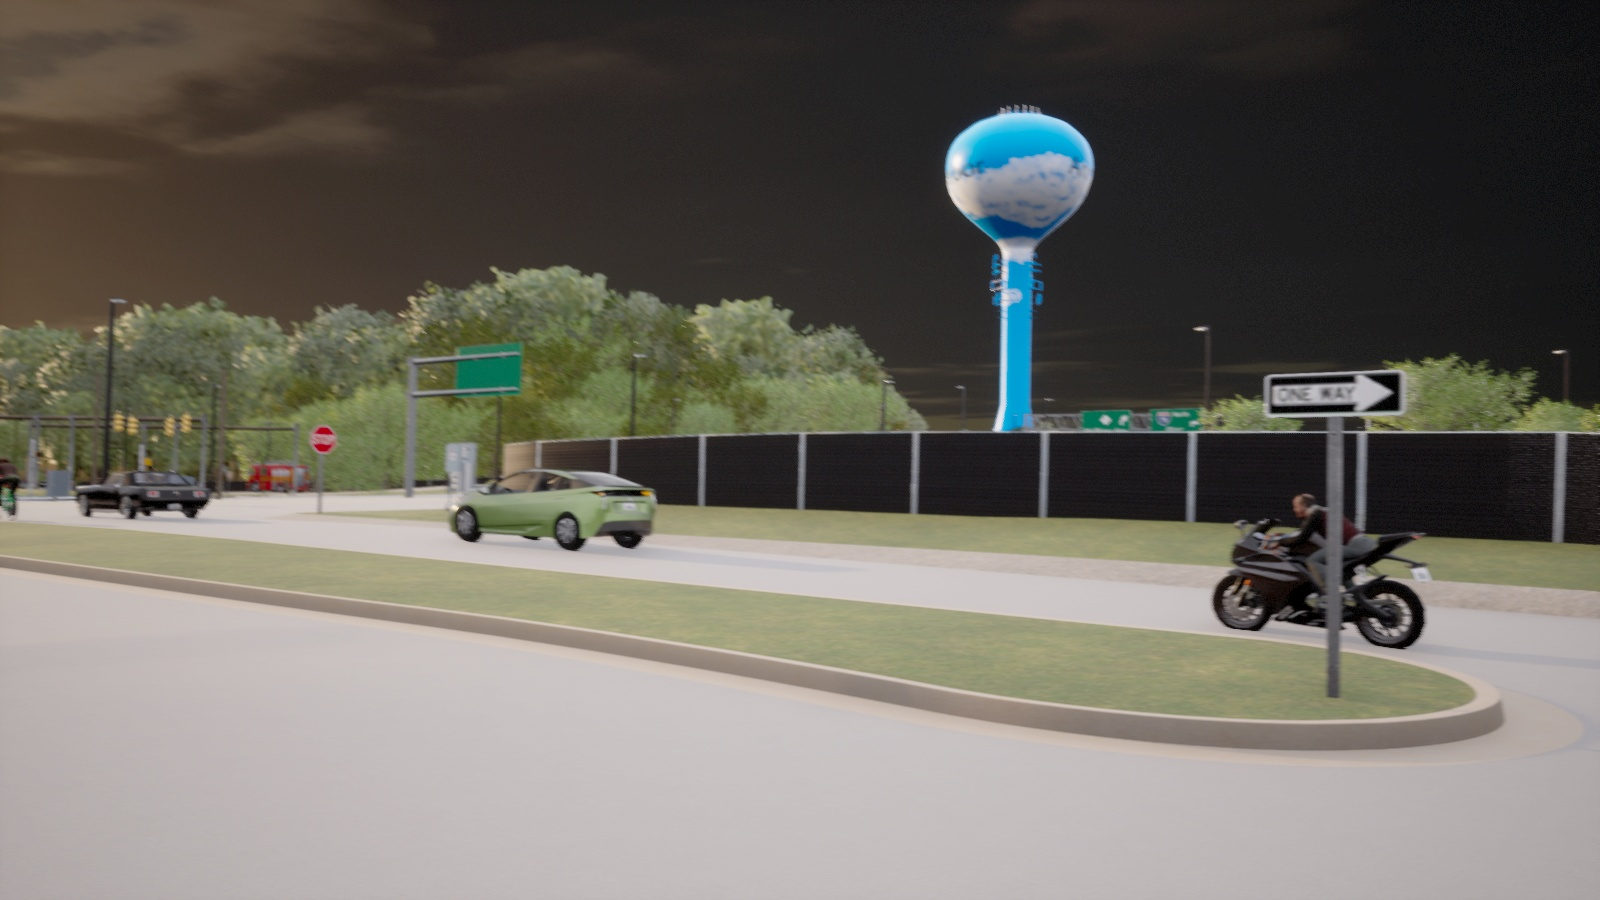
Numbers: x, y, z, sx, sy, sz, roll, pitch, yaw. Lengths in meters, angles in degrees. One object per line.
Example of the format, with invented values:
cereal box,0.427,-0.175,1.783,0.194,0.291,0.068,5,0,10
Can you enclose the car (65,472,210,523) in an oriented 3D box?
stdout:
car,-18.384,1.284,34.743,4.718,1.301,1.895,-1,-2,40

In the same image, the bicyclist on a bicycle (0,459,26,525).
bicyclist on a bicycle,-20.192,1.049,31.717,1.656,1.620,0.582,-1,-2,40

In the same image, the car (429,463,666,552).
car,-5.028,1.082,24.763,4.514,1.525,2.007,1,-1,36

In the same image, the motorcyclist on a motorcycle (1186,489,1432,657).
motorcyclist on a motorcycle,5.211,1.198,12.983,0.866,1.530,2.191,1,-1,-42
